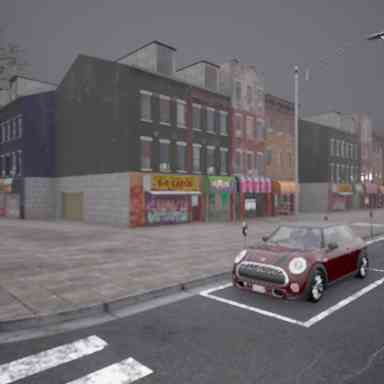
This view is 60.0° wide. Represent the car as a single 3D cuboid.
[{"bbox_3d":[2.799,1.489,8.319,4.097,1.590,1.967,0,-1,-45],"label":"car"}]
